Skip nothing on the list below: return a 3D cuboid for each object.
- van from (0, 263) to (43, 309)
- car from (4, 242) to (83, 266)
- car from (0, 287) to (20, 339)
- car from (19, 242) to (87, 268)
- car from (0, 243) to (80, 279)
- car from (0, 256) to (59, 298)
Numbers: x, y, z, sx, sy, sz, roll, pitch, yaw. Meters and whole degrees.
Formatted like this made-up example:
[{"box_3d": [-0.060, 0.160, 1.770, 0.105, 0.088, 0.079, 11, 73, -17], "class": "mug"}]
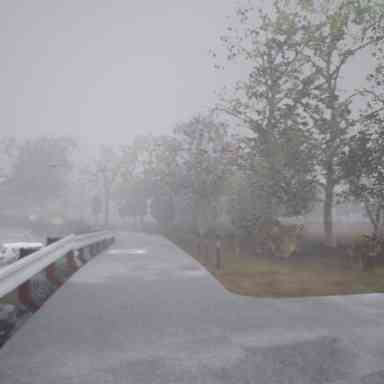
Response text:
[{"box_3d": [-9.343, 4.567, 14.887, 4.442, 1.987, 1.878, 2, -1, -28], "class": "van"}, {"box_3d": [-10.727, 4.661, 23.822, 5.566, 2.045, 2.435, 2, -1, -28], "class": "car"}, {"box_3d": [-9.010, 4.748, 11.833, 4.892, 1.521, 2.231, 2, -1, -28], "class": "car"}, {"box_3d": [-11.172, 4.983, 26.809, 4.792, 1.488, 2.163, 2, -1, -28], "class": "car"}, {"box_3d": [-10.328, 4.618, 20.788, 5.566, 2.045, 2.435, 2, -1, -28], "class": "car"}, {"box_3d": [-9.848, 4.705, 17.826, 4.553, 1.767, 2.185, 3, -1, -28], "class": "car"}]
